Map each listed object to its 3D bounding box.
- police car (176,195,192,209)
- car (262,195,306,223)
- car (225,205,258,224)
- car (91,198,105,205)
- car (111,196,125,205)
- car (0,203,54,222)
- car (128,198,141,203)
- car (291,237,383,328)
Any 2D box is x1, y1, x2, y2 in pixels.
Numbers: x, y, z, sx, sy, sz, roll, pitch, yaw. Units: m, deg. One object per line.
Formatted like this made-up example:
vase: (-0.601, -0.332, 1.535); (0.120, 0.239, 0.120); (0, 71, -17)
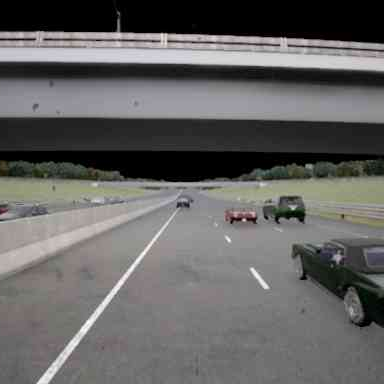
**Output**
police car: (-1.293, 1.600, 48.695); (1.930, 1.638, 5.238); (0, 0, -1)
car: (7.029, 1.260, 25.839); (2.150, 2.045, 5.566); (0, 0, 0)
car: (3.535, 1.634, 24.747); (1.895, 1.301, 4.718); (0, 0, 0)
car: (-17.922, 1.804, 63.600); (1.812, 1.442, 4.674); (0, 0, 0)
car: (-14.435, 1.646, 64.893); (2.097, 1.767, 4.553); (0, -1, -1)
car: (-10.649, 1.567, 21.411); (2.033, 1.411, 5.357); (0, 0, 0)
car: (-10.928, 1.843, 63.786); (1.994, 1.385, 4.181); (0, 0, 0)
car: (3.593, 1.595, 6.928); (1.895, 1.301, 4.718); (0, 0, 0)
